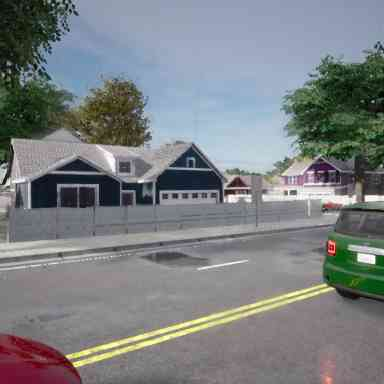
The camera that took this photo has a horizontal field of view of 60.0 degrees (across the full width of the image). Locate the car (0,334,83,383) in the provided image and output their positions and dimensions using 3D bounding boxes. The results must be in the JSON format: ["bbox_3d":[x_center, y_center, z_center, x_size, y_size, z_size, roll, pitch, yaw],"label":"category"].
[{"bbox_3d":[-2.979,1.476,1.317,5.008,1.535,1.882,0,0,-35],"label":"car"}]

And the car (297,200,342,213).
[{"bbox_3d":[14.696,1.584,38.617,1.895,1.301,4.718,-1,0,-34],"label":"car"}]

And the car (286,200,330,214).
[{"bbox_3d":[12.647,1.574,36.443,1.994,1.385,4.181,-1,0,-34],"label":"car"}]

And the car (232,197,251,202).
[{"bbox_3d":[7.331,1.426,44.762,2.097,1.767,4.553,-1,0,-31],"label":"car"}]

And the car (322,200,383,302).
[{"bbox_3d":[5.144,1.209,7.149,5.566,2.045,2.150,0,0,-35],"label":"car"}]
